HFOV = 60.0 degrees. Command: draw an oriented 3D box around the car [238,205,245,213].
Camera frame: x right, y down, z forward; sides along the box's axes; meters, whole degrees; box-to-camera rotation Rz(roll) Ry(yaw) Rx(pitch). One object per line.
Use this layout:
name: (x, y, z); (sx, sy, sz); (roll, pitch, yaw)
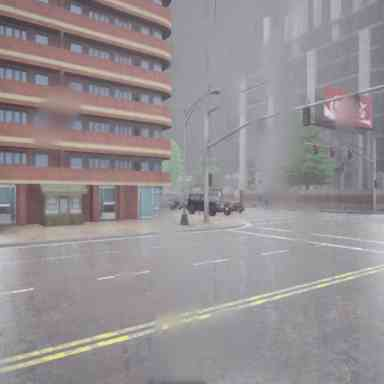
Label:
car: (3.553, 1.601, 36.174); (1.895, 1.301, 4.718); (0, 0, -35)

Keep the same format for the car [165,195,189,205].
car: (-2.642, 1.351, 57.592); (2.097, 1.767, 4.553); (0, 0, -35)

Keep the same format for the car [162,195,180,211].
car: (-3.900, 1.352, 40.724); (2.097, 1.767, 4.553); (0, 0, -35)

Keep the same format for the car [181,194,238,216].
car: (1.629, 1.222, 32.816); (2.150, 2.045, 5.566); (0, 0, -35)
